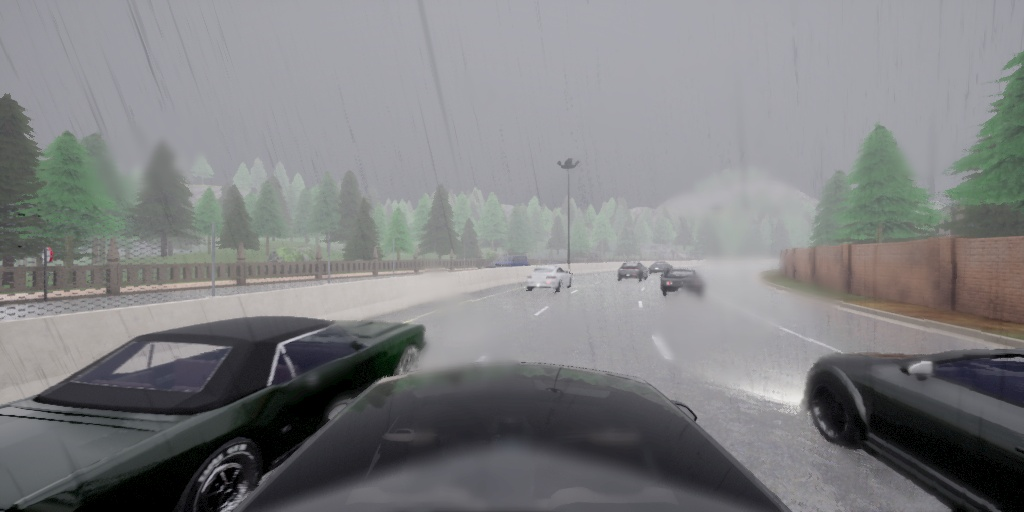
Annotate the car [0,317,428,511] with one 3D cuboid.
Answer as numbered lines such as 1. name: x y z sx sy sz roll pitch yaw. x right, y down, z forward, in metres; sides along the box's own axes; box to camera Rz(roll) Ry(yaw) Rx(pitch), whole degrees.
1. car: -2.692 1.351 4.082 1.895 1.301 4.718 0 0 10

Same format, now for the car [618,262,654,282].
1. car: 10.002 1.242 29.464 2.128 1.511 4.902 0 0 28

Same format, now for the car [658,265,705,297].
1. car: 8.954 1.351 19.097 1.895 1.301 4.718 0 0 22

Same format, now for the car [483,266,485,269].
1. car: -1.482 1.298 44.873 2.033 1.411 5.357 0 0 33

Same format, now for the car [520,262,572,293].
1. car: 2.223 1.275 20.965 1.812 1.442 4.674 0 0 21

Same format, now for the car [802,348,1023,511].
1. car: 4.139 1.314 2.426 1.994 1.385 4.181 0 0 10

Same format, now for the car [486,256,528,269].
1. car: -0.139 0.970 40.432 2.150 2.045 5.566 0 0 31

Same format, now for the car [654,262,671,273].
1. car: 16.737 1.314 40.211 1.994 1.385 4.181 0 0 35
